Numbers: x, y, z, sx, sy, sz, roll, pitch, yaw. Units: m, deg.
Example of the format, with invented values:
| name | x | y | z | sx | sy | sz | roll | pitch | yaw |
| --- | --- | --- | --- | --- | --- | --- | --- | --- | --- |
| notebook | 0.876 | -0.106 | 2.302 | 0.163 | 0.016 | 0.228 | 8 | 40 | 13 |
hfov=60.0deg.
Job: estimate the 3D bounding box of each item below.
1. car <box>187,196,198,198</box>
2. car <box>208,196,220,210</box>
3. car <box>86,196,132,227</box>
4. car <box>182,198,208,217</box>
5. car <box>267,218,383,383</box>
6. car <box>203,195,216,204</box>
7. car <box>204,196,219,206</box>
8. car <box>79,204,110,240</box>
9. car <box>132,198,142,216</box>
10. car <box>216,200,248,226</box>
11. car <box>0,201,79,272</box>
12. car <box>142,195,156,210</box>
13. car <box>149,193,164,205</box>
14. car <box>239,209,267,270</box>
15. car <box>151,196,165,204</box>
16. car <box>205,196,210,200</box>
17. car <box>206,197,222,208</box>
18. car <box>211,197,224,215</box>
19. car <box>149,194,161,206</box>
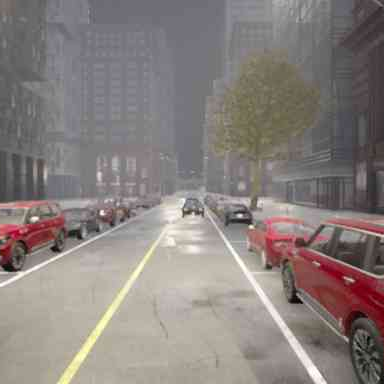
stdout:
| name | x | y | z | sx | sy | sz | roll | pitch | yaw |
| --- | --- | --- | --- | --- | --- | --- | --- | --- | --- |
| car | 0.047 | 1.254 | 44.716 | 1.837 | 1.490 | 4.892 | 0 | 0 | 1 |
| car | 2.860 | 1.389 | 33.217 | 1.802 | 1.307 | 4.206 | 0 | 0 | 0 |
| car | -5.666 | 1.183 | 21.944 | 2.192 | 1.841 | 5.009 | 0 | 0 | 0 |
| car | 0.101 | 1.430 | 28.909 | 1.895 | 1.301 | 4.718 | 0 | 0 | 0 |
| car | 2.857 | 1.285 | 5.018 | 2.192 | 1.841 | 5.009 | 0 | 0 | 0 |
| car | 2.862 | 1.267 | 55.775 | 1.947 | 1.339 | 4.313 | 0 | 0 | 0 |
| car | 2.862 | 1.290 | 50.135 | 1.947 | 1.339 | 4.313 | 0 | 0 | 0 |
| car | -5.667 | 1.467 | 16.307 | 1.947 | 1.339 | 4.313 | 0 | 0 | 0 |
| car | -5.665 | 1.381 | 27.584 | 1.887 | 1.381 | 4.507 | 0 | 0 | 0 |
| car | 2.859 | 1.435 | 21.938 | 1.947 | 1.339 | 4.313 | 0 | 0 | 0 |
| car | -5.668 | 1.250 | 10.667 | 2.192 | 1.841 | 5.009 | 0 | 0 | 0 |
| car | -5.665 | 1.342 | 38.862 | 1.947 | 1.339 | 4.313 | 0 | 0 | 0 |
| car | -5.664 | 1.039 | 50.137 | 2.192 | 1.841 | 5.009 | 0 | 0 | 0 |
| car | 2.858 | 1.481 | 10.659 | 1.887 | 1.381 | 4.507 | 0 | 0 | 0 |
| car | -5.663 | 1.282 | 55.778 | 1.802 | 1.307 | 4.206 | 0 | 0 | 0 |
| car | 2.860 | 1.218 | 38.856 | 1.967 | 1.590 | 4.097 | 0 | 0 | 0 |
| car | 2.861 | 1.333 | 44.496 | 1.802 | 1.307 | 4.206 | 0 | 0 | 0 |
| car | 2.859 | 1.362 | 27.748 | 1.752 | 1.417 | 4.829 | 0 | 0 | 0 |
| car | -5.664 | 1.316 | 44.500 | 1.947 | 1.339 | 4.313 | 0 | 0 | 0 |
